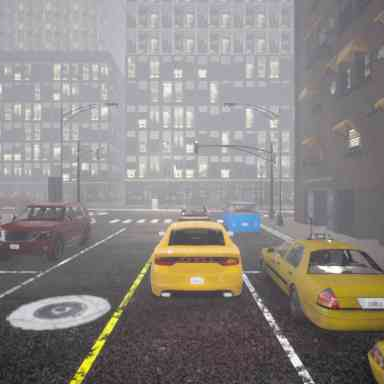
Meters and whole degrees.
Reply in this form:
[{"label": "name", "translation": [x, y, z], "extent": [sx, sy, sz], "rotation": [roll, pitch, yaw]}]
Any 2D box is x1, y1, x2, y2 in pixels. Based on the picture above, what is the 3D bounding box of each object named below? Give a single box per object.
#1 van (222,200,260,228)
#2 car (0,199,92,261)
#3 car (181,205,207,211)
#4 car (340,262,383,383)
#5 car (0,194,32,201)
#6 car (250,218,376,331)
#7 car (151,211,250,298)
[{"label": "van", "translation": [2.590, 1.347, 18.086], "extent": [1.690, 1.788, 3.998], "rotation": [0, 0, 0]}, {"label": "car", "translation": [-5.296, 1.319, 12.456], "extent": [2.192, 1.841, 5.009], "rotation": [0, 0, 0]}, {"label": "car", "translation": [0.126, 1.498, 19.058], "extent": [2.128, 1.511, 4.902], "rotation": [0, 0, 0]}, {"label": "car", "translation": [2.570, 1.526, 1.335], "extent": [1.752, 1.417, 4.829], "rotation": [0, 0, 0]}, {"label": "car", "translation": [-20.829, 1.115, 38.091], "extent": [5.009, 1.841, 2.192], "rotation": [1, -1, 0]}, {"label": "car", "translation": [2.576, 1.527, 6.976], "extent": [1.752, 1.417, 4.829], "rotation": [0, 0, 0]}, {"label": "car", "translation": [0.109, 1.480, 8.586], "extent": [1.882, 1.535, 5.008], "rotation": [0, 0, 0]}]
